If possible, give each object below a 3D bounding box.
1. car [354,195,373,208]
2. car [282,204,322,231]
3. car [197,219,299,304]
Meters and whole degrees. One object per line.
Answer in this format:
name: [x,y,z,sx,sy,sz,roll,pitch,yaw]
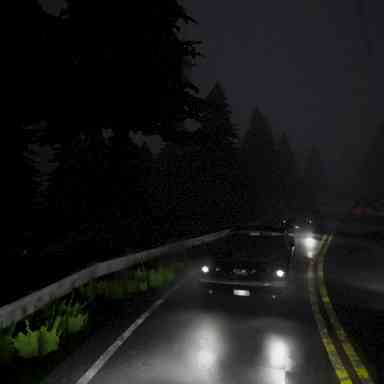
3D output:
car: [20.749,1.059,40.200,2.128,1.511,4.902,-2,0,28]
car: [6.741,1.461,20.070,2.033,1.411,5.357,-2,0,26]
car: [1.621,1.599,8.434,1.895,1.301,4.718,-1,0,18]
